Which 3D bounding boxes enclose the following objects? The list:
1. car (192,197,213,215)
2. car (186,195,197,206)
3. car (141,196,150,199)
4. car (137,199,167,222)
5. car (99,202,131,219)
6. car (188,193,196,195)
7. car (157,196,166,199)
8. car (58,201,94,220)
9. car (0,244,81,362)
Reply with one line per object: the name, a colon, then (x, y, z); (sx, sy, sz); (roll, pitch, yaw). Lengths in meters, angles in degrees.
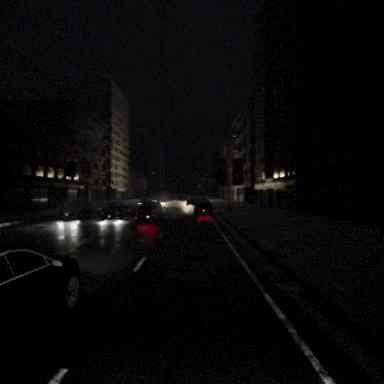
car: (1.140, 1.533, 34.297); (1.837, 1.490, 4.892); (0, 0, 0)
car: (0.003, 1.597, 54.028); (2.033, 1.411, 5.357); (0, 0, 0)
car: (-9.746, 1.579, 69.673); (1.812, 1.442, 4.674); (0, 0, 0)
car: (-3.149, 1.525, 26.161); (1.837, 1.490, 4.892); (0, 0, 0)
car: (-6.599, 1.570, 29.161); (2.033, 1.411, 5.357); (0, 0, 0)
car: (0.004, 1.151, 73.837); (2.150, 2.045, 5.566); (0, 0, 0)
car: (-6.496, 1.593, 70.967); (2.128, 1.511, 4.902); (0, 0, 0)
car: (-9.847, 1.514, 28.557); (2.128, 1.511, 4.902); (0, 0, 0)
car: (-3.148, 1.495, 4.791); (2.128, 1.511, 4.902); (0, 0, 0)
